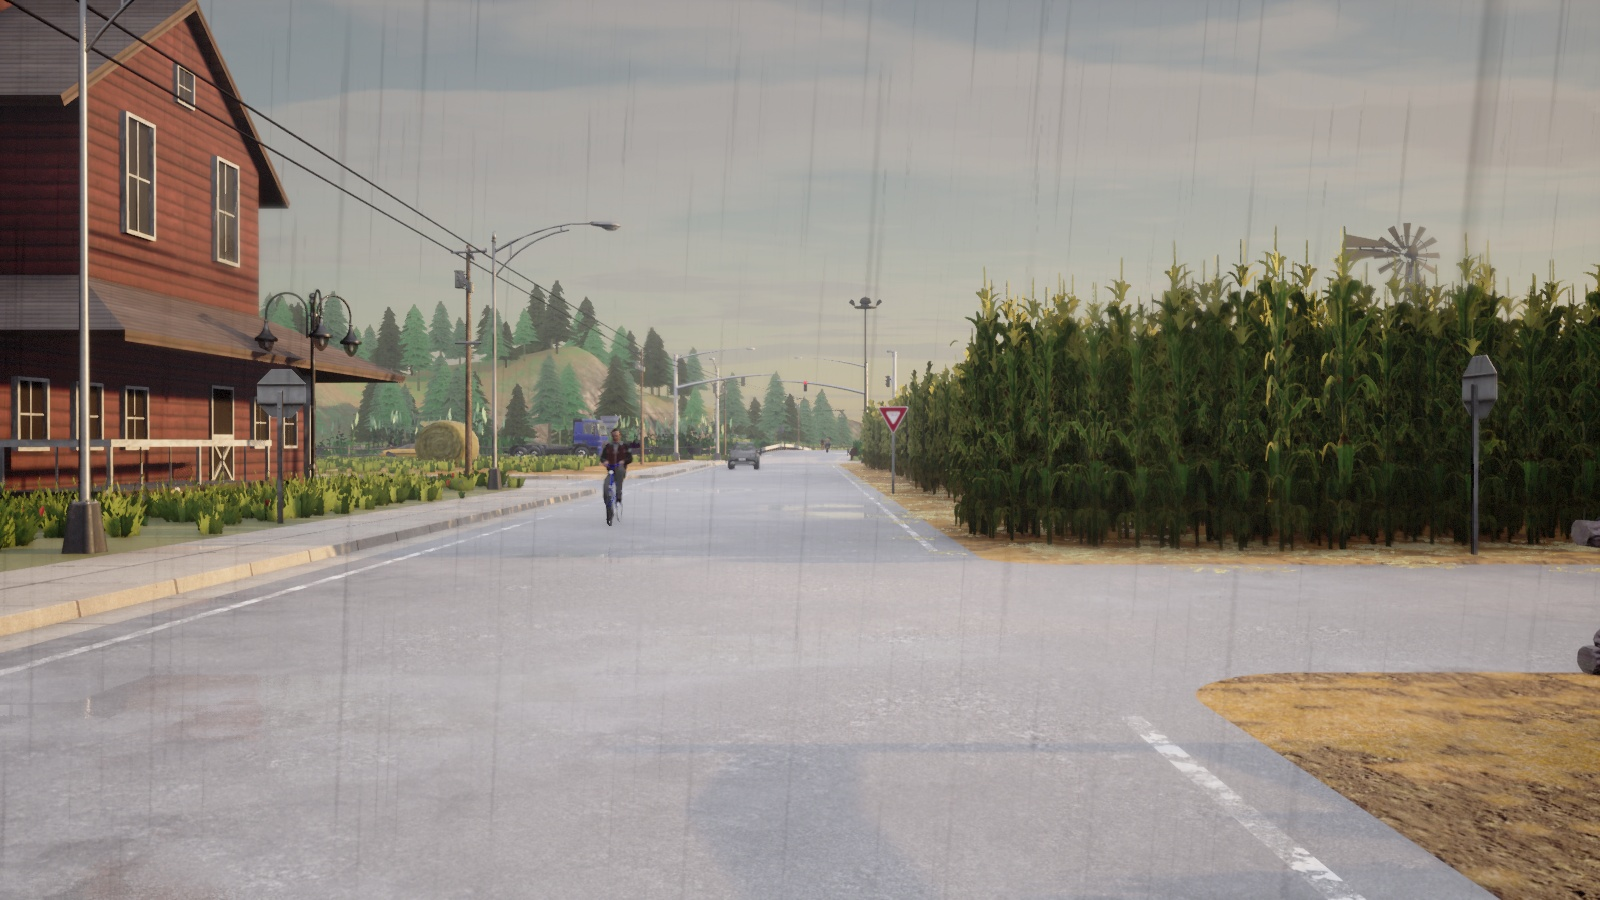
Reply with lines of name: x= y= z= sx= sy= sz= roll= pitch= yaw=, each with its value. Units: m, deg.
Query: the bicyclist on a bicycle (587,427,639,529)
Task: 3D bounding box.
bicyclist on a bicycle: x=-3.381 y=0.485 z=22.798 sx=0.659 sy=1.776 sz=1.843 roll=0 pitch=0 yaw=0

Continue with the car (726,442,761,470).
car: x=-3.163 y=0.322 z=70.930 sx=1.789 sy=1.549 sz=3.705 roll=0 pitch=0 yaw=0
